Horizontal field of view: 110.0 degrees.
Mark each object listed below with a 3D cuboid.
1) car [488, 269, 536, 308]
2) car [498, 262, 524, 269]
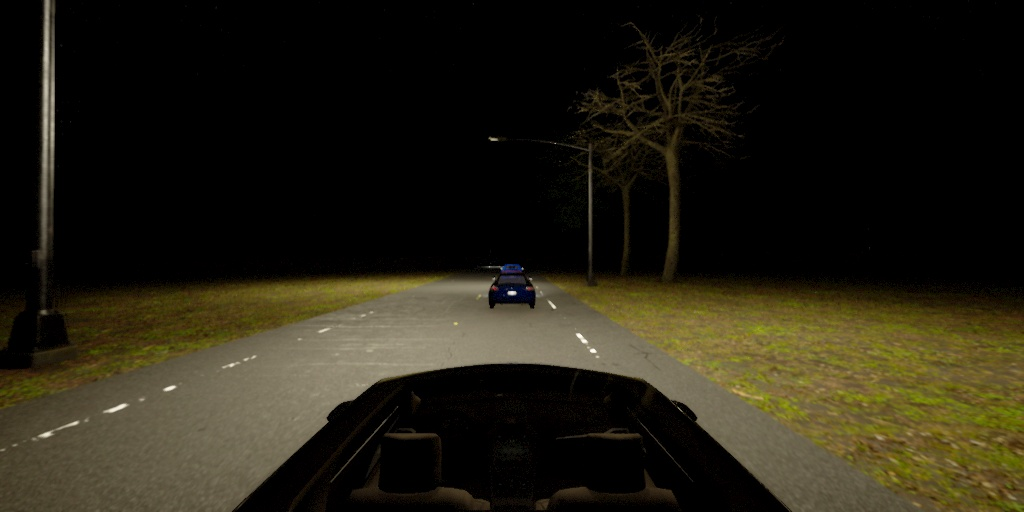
[{"bbox_3d":[0.005,1.452,16.188,1.994,1.385,4.181,0,0,0],"label":"car"},{"bbox_3d":[0.008,1.465,31.333,1.882,1.535,5.008,0,0,0],"label":"car"}]
